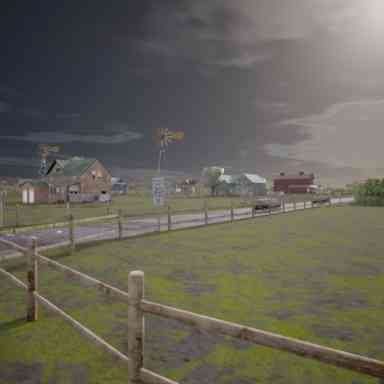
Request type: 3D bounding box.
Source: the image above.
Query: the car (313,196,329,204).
[{"bbox_3d":[22.106,1.311,56.431,1.895,1.301,4.718,-1,0,34],"label":"car"}]

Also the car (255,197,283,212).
[{"bbox_3d":[8.519,1.335,36.503,1.837,1.490,4.892,-1,0,34],"label":"car"}]
